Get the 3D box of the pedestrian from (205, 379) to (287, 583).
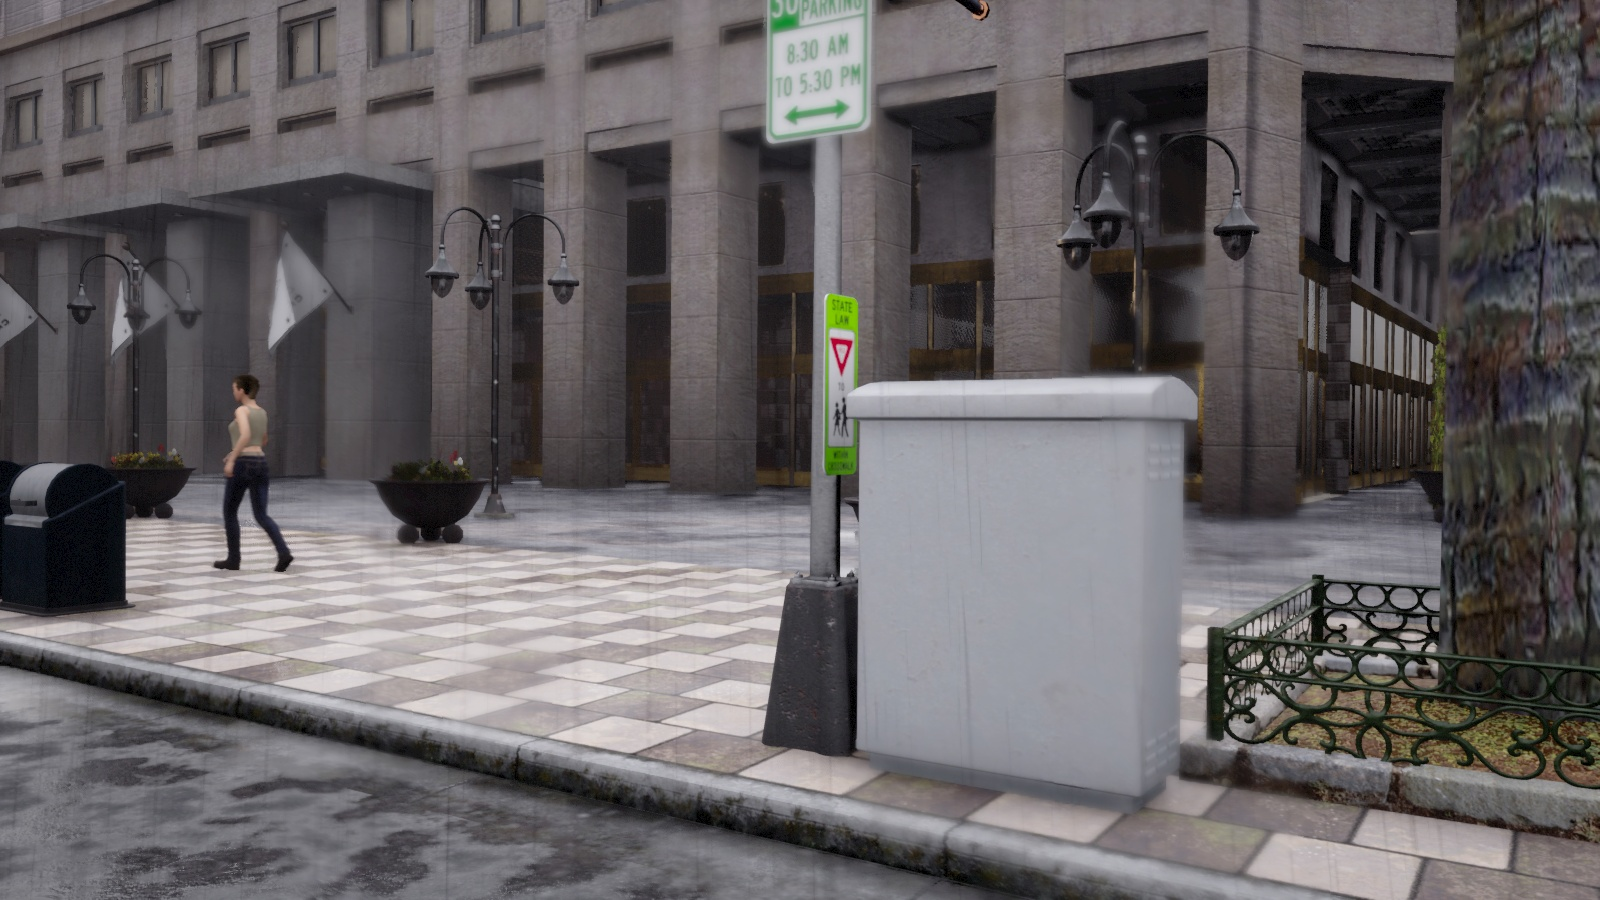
[{"bbox_3d":[-5.095,0.276,11.556,0.594,1.836,0.345,0,1,18],"label":"pedestrian"}]
